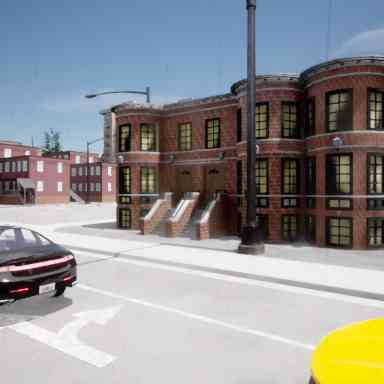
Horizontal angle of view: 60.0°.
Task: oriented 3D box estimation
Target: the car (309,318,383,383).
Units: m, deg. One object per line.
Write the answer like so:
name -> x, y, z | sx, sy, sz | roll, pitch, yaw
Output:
car -> 3.198, 1.478, 1.713 | 5.008, 1.535, 1.882 | 0, 0, 36

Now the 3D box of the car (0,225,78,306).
car -> -4.569, 1.492, 7.263 | 4.902, 1.511, 2.128 | 0, 0, 34
